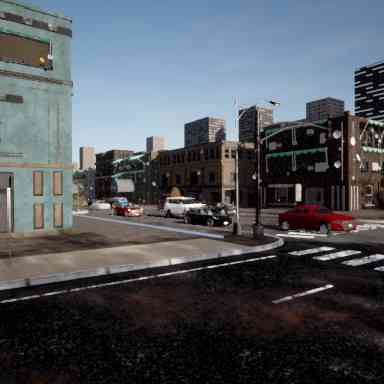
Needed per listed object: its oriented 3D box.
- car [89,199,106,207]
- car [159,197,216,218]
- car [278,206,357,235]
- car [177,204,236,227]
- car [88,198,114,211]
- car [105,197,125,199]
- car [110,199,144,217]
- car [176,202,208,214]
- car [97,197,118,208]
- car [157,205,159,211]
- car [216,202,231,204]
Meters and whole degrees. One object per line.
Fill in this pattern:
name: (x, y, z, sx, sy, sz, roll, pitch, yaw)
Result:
car: (-19.395, 2.228, 68.148, 1.887, 1.381, 4.507, -1, 0, -36)
car: (-0.569, 1.518, 31.890, 2.150, 2.045, 5.566, -1, 0, -36)
car: (7.296, 1.588, 19.848, 1.882, 1.535, 5.008, 0, -2, -26)
car: (1.084, 1.814, 24.902, 1.947, 1.339, 4.313, -2, 0, -36)
car: (-13.748, 2.077, 50.412, 1.812, 1.442, 4.674, -1, 0, -35)
car: (-13.428, 2.066, 55.370, 1.837, 1.490, 4.892, -1, 0, -36)
car: (-6.892, 1.846, 36.259, 1.967, 1.590, 4.097, -1, 0, -36)
car: (-0.074, 1.904, 41.137, 1.802, 1.307, 4.206, -2, 0, -36)
car: (-16.180, 1.940, 63.646, 2.192, 1.841, 5.009, -1, 0, -36)
car: (-3.293, 1.966, 45.638, 1.802, 1.307, 4.206, -2, 0, -36)
car: (3.145, 1.809, 36.634, 2.008, 1.369, 4.403, -2, 0, -36)
